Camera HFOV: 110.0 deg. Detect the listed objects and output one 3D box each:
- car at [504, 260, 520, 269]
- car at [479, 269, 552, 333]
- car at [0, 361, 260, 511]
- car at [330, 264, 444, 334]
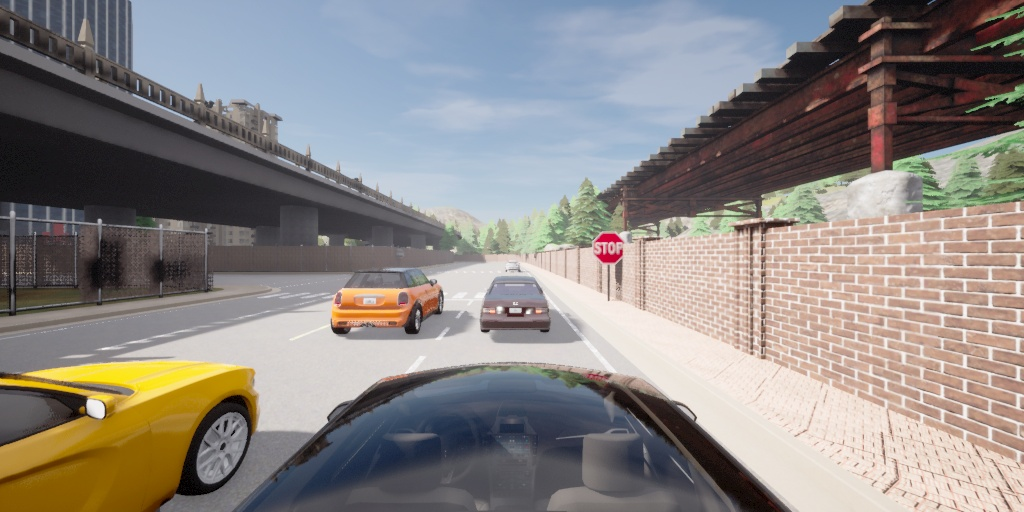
[{"bbox_3d":[0.092,1.276,45.479,1.812,1.442,4.674,0,0,-1],"label":"car"},{"bbox_3d":[0.079,1.297,10.758,2.033,1.411,5.357,0,0,0],"label":"car"},{"bbox_3d":[-3.399,1.228,1.479,1.882,1.535,5.008,0,0,0],"label":"car"},{"bbox_3d":[-3.422,1.102,10.736,2.097,1.767,4.553,0,0,0],"label":"car"}]
